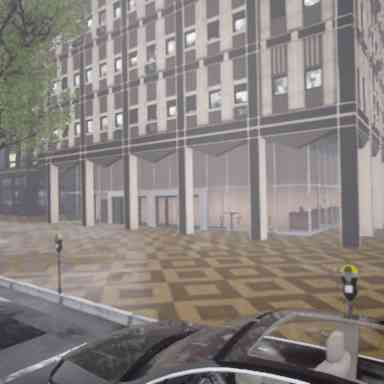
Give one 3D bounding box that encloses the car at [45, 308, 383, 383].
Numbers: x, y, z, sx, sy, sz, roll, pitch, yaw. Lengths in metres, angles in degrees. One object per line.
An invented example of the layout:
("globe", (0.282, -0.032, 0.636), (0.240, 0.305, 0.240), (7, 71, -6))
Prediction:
("car", (0.699, 1.557, 2.235), (4.403, 1.369, 2.008), (-1, -1, 36))
